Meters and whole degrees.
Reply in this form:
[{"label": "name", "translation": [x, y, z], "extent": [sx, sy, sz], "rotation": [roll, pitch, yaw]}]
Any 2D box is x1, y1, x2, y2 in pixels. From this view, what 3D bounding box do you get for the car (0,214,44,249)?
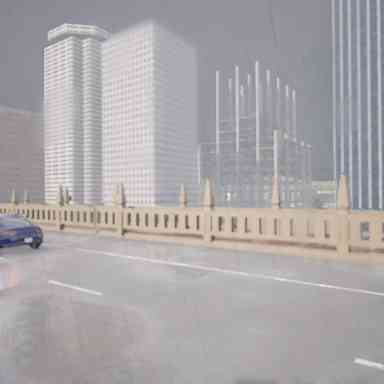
[{"label": "car", "translation": [-8.051, 1.662, 13.919], "extent": [4.674, 1.442, 1.812], "rotation": [0, 0, 36]}]
